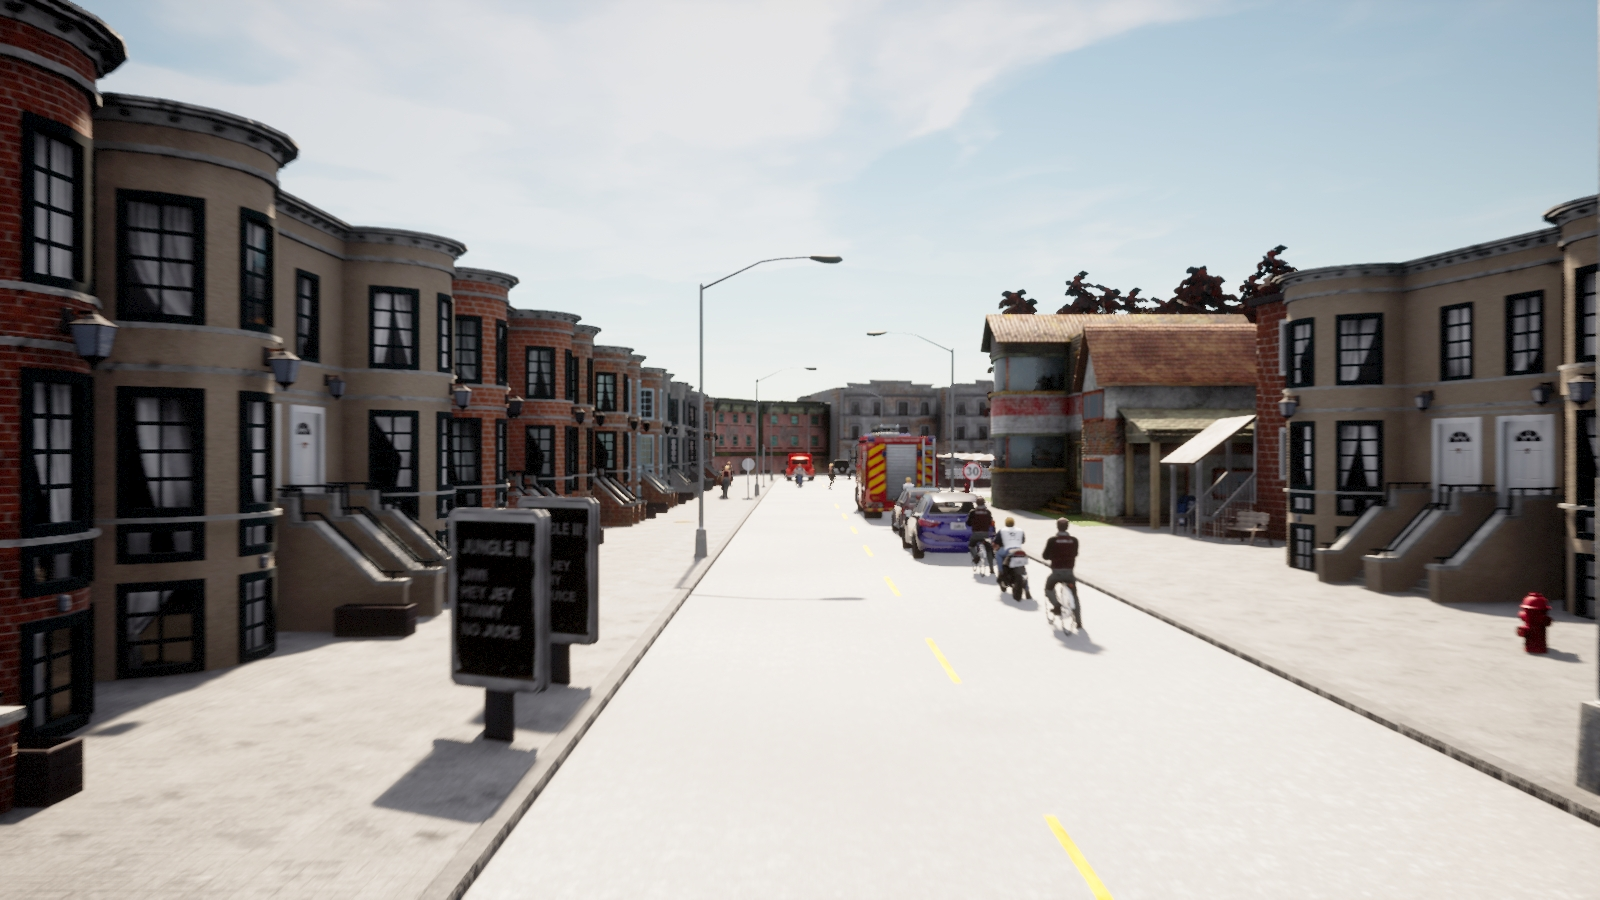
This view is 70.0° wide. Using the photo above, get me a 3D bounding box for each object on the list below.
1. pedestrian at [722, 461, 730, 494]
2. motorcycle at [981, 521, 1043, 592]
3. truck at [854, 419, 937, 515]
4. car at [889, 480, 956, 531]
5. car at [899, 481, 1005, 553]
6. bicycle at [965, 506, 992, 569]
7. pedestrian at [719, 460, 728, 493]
[{"bbox_3d":[-4.120,1.523,63.494,0.375,1.860,0.375,0,0,10],"label":"pedestrian"},{"bbox_3d":[3.997,1.993,21.703,0.803,1.145,2.033,0,0,0],"label":"motorcycle"},{"bbox_3d":[3.987,0.671,49.537,2.891,3.827,8.468,0,0,0],"label":"truck"},{"bbox_3d":[4.000,1.800,37.878,1.789,1.549,3.705,0,0,0],"label":"car"},{"bbox_3d":[3.996,1.747,30.867,2.242,1.667,4.611,0,0,0],"label":"car"},{"bbox_3d":[3.989,1.940,25.615,0.329,1.271,1.835,0,0,0],"label":"bicycle"},{"bbox_3d":[-4.378,1.524,65.431,0.375,1.860,0.375,0,0,13],"label":"pedestrian"}]
